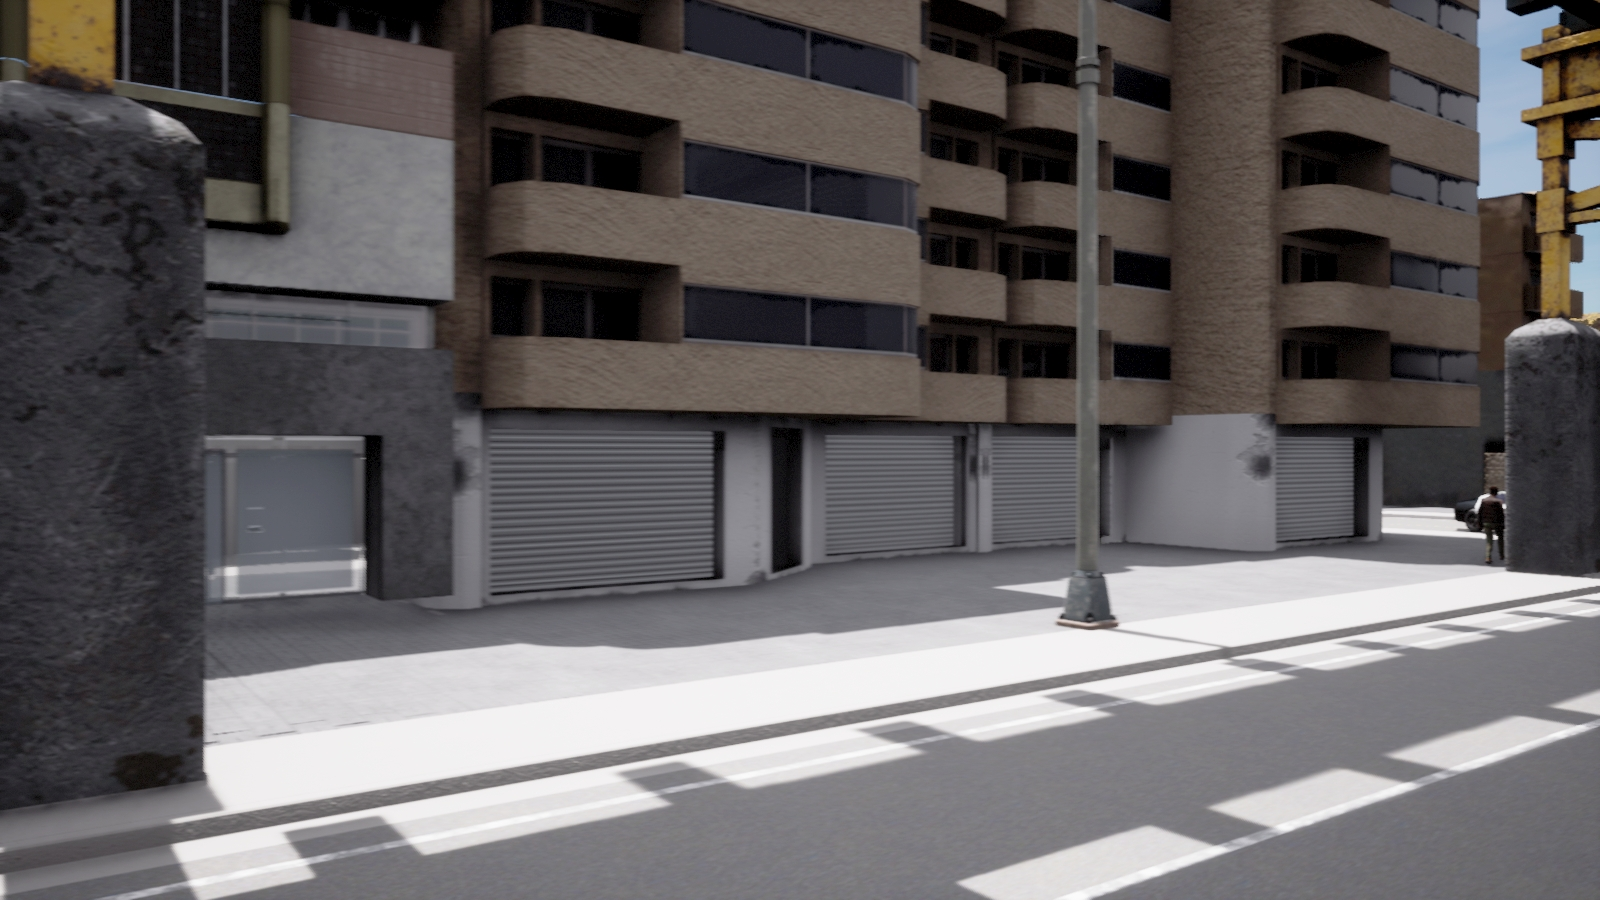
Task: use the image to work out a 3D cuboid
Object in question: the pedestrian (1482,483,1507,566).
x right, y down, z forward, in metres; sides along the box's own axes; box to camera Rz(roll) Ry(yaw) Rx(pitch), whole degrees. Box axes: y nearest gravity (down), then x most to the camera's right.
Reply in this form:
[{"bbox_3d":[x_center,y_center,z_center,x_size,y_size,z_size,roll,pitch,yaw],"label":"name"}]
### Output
[{"bbox_3d":[15.957,1.700,26.245,0.375,1.860,0.375,0,0,-38],"label":"pedestrian"}]
